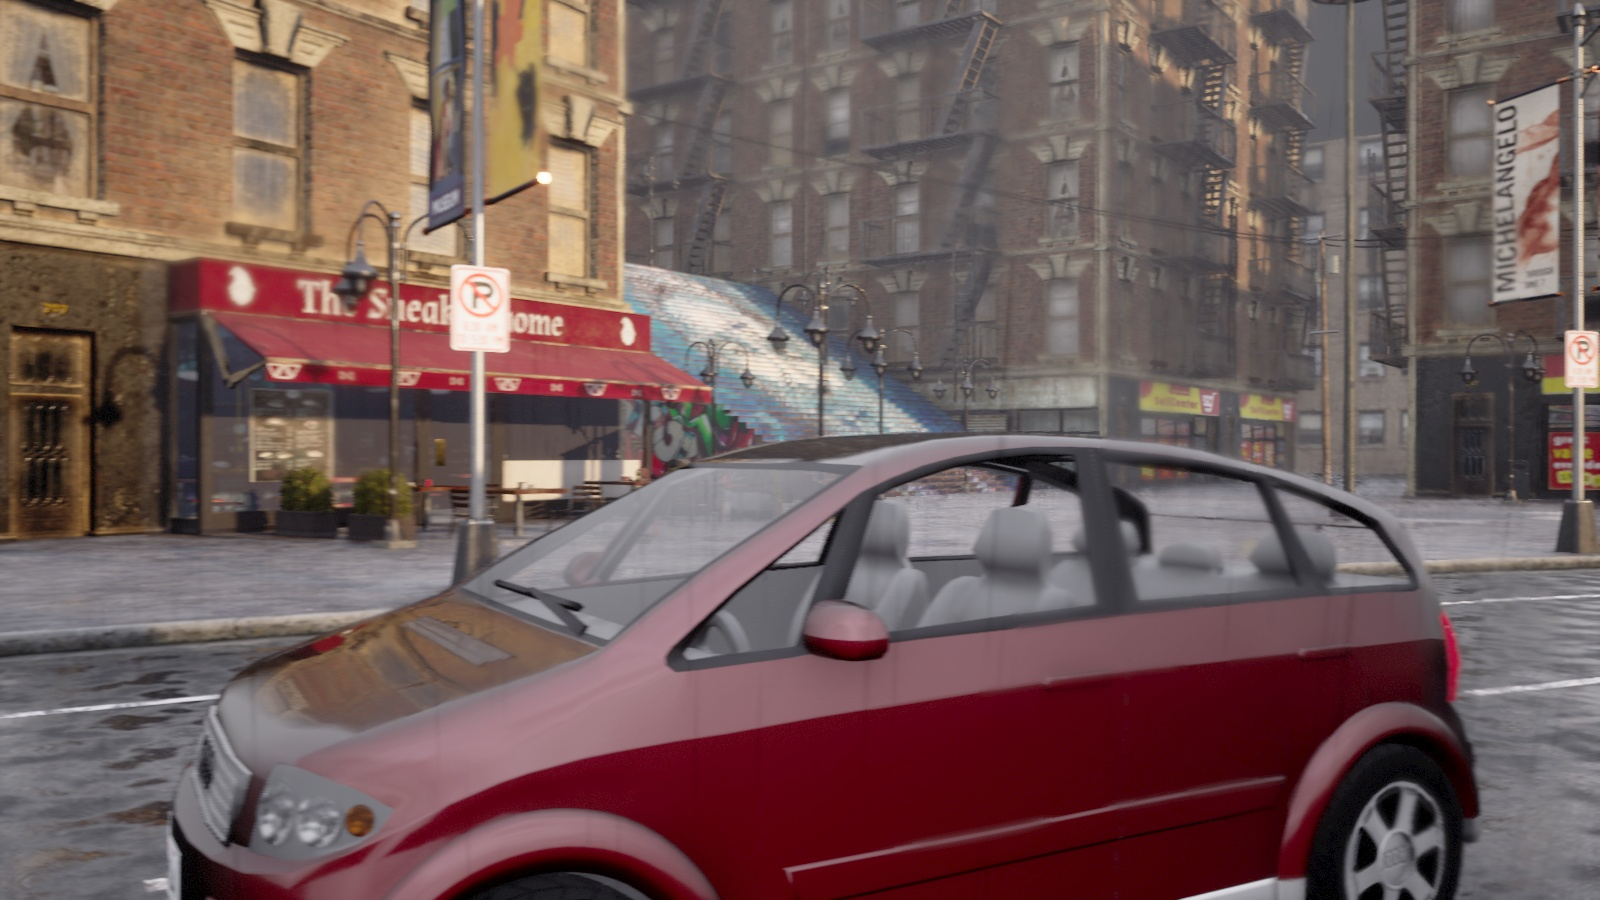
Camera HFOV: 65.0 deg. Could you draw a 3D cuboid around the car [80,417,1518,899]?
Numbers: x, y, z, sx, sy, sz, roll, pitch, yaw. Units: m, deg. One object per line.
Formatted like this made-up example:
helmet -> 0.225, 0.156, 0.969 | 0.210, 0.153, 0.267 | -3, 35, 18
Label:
car -> 0.079, 0.729, 3.592 | 3.705, 1.549, 1.789 | 0, 0, -30
